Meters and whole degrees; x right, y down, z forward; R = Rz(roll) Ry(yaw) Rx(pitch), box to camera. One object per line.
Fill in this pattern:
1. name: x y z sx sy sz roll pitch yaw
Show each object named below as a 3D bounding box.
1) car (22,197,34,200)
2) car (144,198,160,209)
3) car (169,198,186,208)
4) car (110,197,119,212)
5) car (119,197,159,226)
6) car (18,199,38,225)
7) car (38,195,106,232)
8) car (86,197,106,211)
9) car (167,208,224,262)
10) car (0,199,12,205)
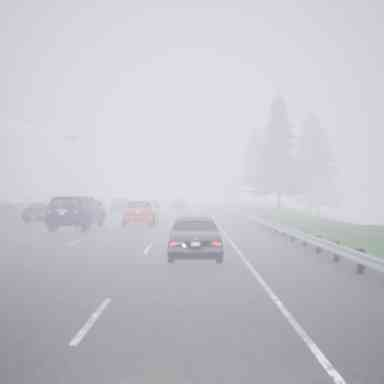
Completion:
1. car: -24.281 1.520 49.329 1.812 1.442 4.674 0 0 -11
2. car: -5.514 1.556 45.461 1.994 1.385 4.181 0 0 -9
3. car: -1.976 1.556 45.498 1.994 1.385 4.181 0 0 -9
4. car: -8.131 1.345 38.308 2.097 1.767 4.553 0 0 -7
5. car: -3.518 1.347 23.519 2.097 1.767 4.553 0 0 -2
6. car: -10.529 1.489 24.281 2.128 1.511 4.902 0 0 -2
7. car: -6.928 1.220 20.283 2.150 2.045 5.566 0 0 -1
8. car: -12.142 1.500 42.377 1.837 1.490 4.892 1 0 -9
9. car: 0.101 1.545 12.093 2.033 1.411 5.357 0 0 0
10. car: -27.387 1.595 47.258 1.895 1.301 4.718 0 0 -11
